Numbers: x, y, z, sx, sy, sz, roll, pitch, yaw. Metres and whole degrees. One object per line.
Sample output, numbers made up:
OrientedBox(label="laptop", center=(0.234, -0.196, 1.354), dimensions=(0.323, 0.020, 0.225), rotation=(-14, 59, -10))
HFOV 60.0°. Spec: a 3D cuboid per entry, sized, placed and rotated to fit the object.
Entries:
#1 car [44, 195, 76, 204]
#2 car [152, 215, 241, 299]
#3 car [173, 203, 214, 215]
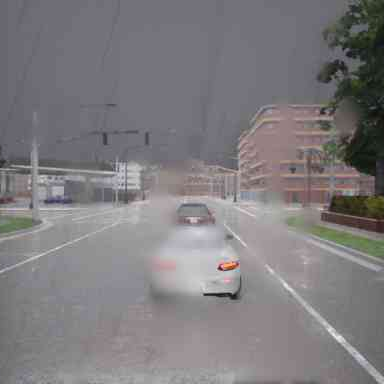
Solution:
OrientedBox(label="car", center=(-23.388, 1.295, 58.028), dimensions=(4.611, 1.667, 2.242), rotation=(0, 0, 1))
OrientedBox(label="car", center=(0.094, 1.526, 8.306), dimensions=(1.812, 1.442, 4.674), rotation=(0, 0, 0))
OrientedBox(label="car", center=(0.079, 1.352, 17.299), dimensions=(2.097, 1.767, 4.553), rotation=(0, 0, 0))
